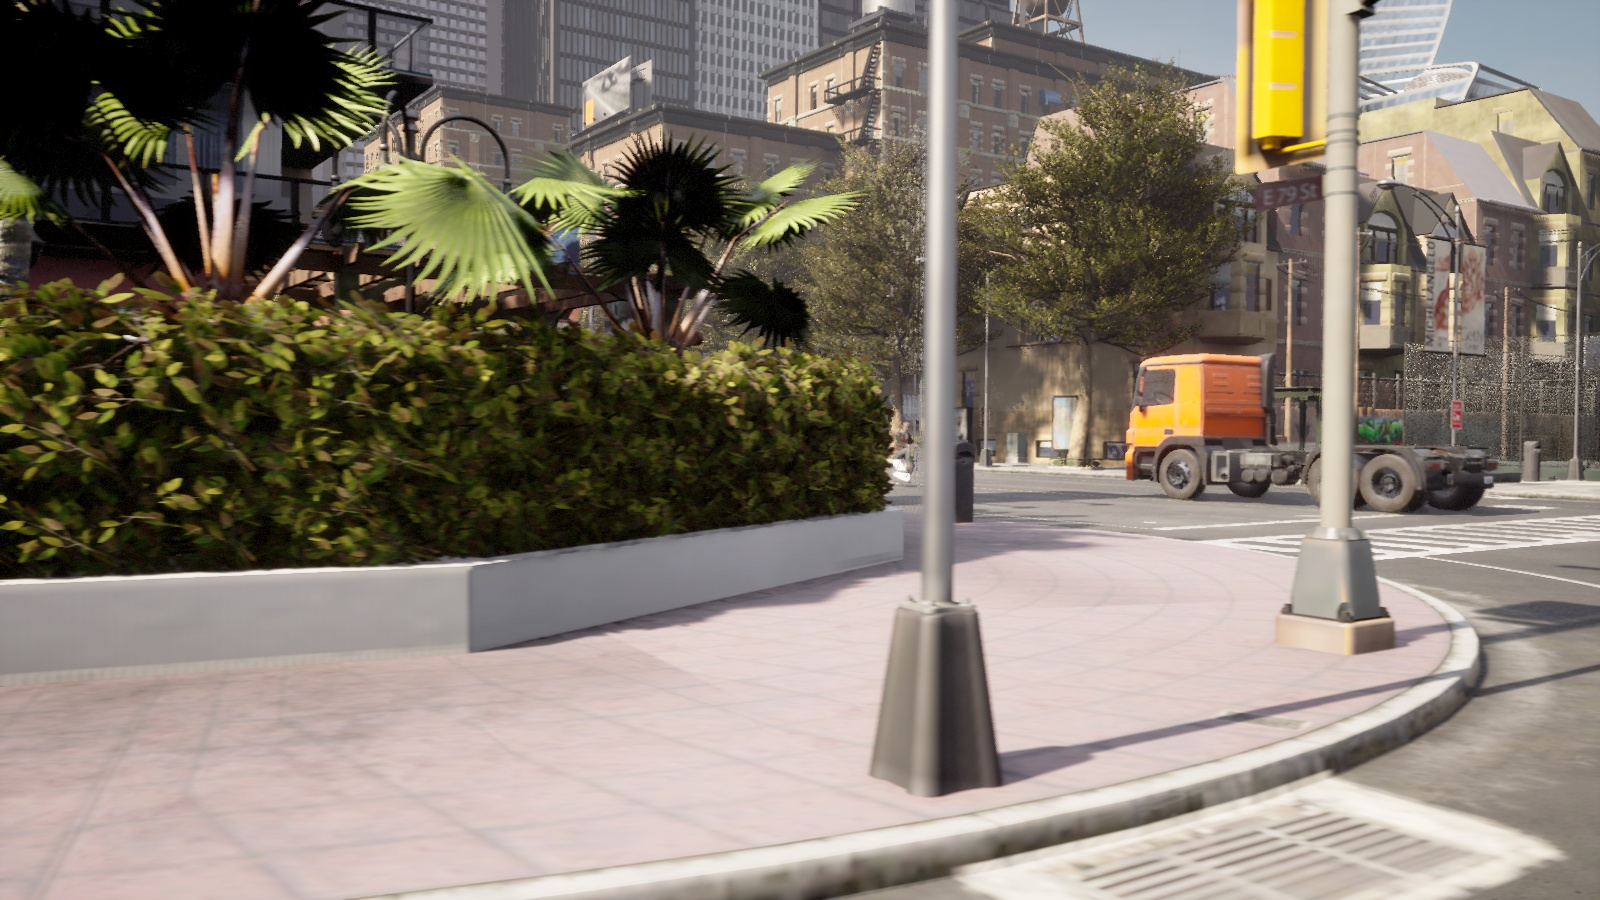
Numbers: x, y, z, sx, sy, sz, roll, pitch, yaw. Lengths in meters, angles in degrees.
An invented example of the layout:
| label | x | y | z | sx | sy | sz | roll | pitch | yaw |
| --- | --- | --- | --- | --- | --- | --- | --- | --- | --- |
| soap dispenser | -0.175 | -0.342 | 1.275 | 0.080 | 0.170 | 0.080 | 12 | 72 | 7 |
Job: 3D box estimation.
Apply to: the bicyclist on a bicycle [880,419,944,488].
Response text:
| label | x | y | z | sx | sy | sz | roll | pitch | yaw |
| --- | --- | --- | --- | --- | --- | --- | --- | --- | --- |
| bicyclist on a bicycle | 2.954 | 0.080 | 33.223 | 0.659 | 1.776 | 1.843 | -1 | 1 | -35 |

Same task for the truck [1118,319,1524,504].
| label | x | y | z | sx | sy | sz | roll | pitch | yaw |
| --- | --- | --- | --- | --- | --- | --- | --- | --- | --- |
| truck | 11.069 | -0.771 | 27.620 | 2.891 | 3.462 | 7.936 | -1 | 1 | -34 |
